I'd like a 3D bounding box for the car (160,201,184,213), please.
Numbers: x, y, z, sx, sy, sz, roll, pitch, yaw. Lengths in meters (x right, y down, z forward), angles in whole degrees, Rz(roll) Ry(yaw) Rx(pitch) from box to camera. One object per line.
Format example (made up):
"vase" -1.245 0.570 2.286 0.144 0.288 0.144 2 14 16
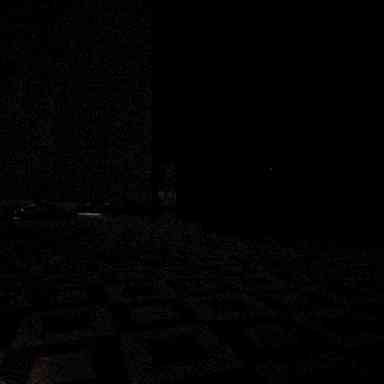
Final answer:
"car" -3.319 2.126 44.568 1.887 1.381 4.507 -1 -2 35

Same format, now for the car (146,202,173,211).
"car" -5.025 2.232 52.171 1.994 1.385 4.181 0 -1 37

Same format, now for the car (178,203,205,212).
"car" -0.037 2.259 49.167 1.802 1.307 4.206 -1 -2 36

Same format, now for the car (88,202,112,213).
"car" -10.884 2.027 44.019 1.812 1.442 4.674 0 -1 35

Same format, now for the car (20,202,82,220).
"car" -13.051 1.836 30.923 1.752 1.417 4.829 -1 -2 35

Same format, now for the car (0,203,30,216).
"car" -20.085 1.858 35.741 2.008 1.369 4.403 -1 -1 35

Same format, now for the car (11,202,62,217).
"car" -16.671 1.867 35.924 1.812 1.442 4.674 0 -1 36

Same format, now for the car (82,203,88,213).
"car" -13.531 2.032 44.930 1.887 1.381 4.507 -1 -2 35

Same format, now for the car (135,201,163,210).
"car" -6.978 2.226 54.118 2.008 1.369 4.403 -1 -2 35

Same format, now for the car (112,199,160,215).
"car" -6.597 1.804 39.979 2.192 1.841 5.009 -1 -2 35

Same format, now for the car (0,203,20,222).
"car" -16.427 1.787 26.190 1.947 1.339 4.313 -1 -2 35

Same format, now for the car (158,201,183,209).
"car" -3.701 2.322 58.712 2.008 1.369 4.403 -1 -2 35
